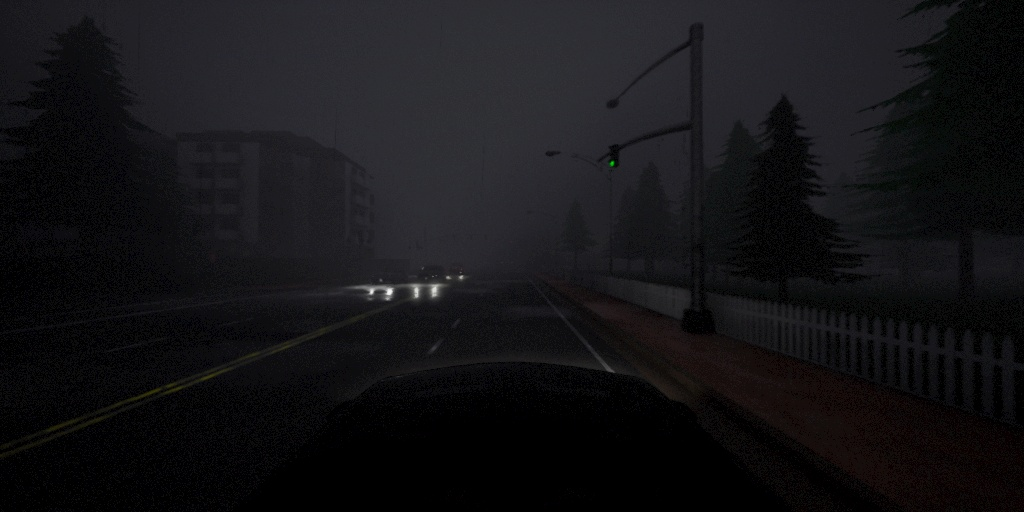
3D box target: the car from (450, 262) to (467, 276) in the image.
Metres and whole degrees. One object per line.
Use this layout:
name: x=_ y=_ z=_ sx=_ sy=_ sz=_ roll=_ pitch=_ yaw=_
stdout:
car: x=-7.055 y=1.588 z=45.885 sx=2.097 sy=1.767 sz=4.553 roll=0 pitch=-1 yaw=0

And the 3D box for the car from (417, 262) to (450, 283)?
car: x=-7.077 y=1.584 z=31.997 sx=1.837 sy=1.490 sz=4.892 roll=0 pitch=0 yaw=0

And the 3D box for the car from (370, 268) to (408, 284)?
car: x=-10.579 y=1.673 z=31.176 sx=1.895 sy=1.301 sz=4.718 roll=0 pitch=-1 yaw=0
